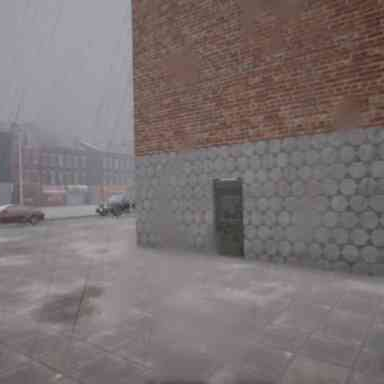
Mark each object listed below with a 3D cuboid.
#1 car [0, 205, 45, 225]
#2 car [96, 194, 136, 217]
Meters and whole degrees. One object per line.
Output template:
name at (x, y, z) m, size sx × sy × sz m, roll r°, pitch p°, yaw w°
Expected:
car at (-12.520, 1.609, 22.803) m, size 1.812 × 1.442 × 4.674 m, roll -2°, pitch -1°, yaw 37°
car at (-6.417, 1.192, 31.479) m, size 2.150 × 2.045 × 5.566 m, roll -2°, pitch -1°, yaw 35°
